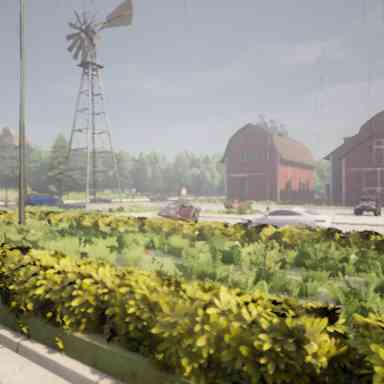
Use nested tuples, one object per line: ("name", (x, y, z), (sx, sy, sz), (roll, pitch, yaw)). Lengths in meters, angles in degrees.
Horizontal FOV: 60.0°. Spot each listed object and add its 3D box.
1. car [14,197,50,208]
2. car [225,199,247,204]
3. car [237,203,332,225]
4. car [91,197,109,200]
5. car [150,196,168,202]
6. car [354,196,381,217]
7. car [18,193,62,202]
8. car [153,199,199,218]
("car", (-24.293, 1.539, 50.647), (1.812, 1.442, 4.674), (0, 0, 36))
("car", (5.307, 1.506, 38.774), (1.816, 1.474, 4.193), (0, 0, 35))
("car", (4.824, 1.526, 17.493), (4.674, 1.442, 1.812), (0, 0, 35))
("car", (-15.559, 1.569, 56.769), (1.994, 1.385, 4.181), (0, 0, 36))
("car", (-6.805, 1.489, 68.905), (1.812, 1.442, 4.674), (0, 0, 36))
("car", (16.661, 1.313, 31.481), (1.905, 1.878, 3.866), (0, 0, 35))
("car", (-21.551, 1.219, 48.346), (2.150, 2.045, 5.566), (0, -1, 36))
("car", (-1.120, 1.522, 27.565), (1.784, 1.438, 3.905), (0, 0, 35))
